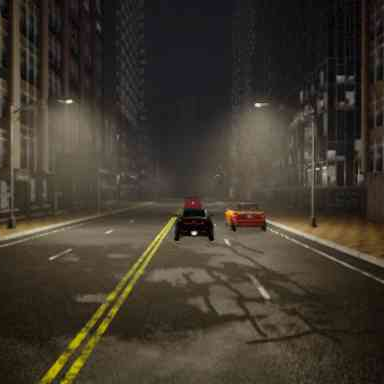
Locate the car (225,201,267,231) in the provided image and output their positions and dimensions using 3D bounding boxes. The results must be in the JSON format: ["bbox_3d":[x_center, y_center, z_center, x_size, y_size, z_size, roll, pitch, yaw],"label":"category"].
[{"bbox_3d":[3.355,1.451,21.519,2.097,1.767,4.553,0,0,0],"label":"car"}]

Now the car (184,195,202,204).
[{"bbox_3d":[0.109,1.412,42.866,2.150,2.045,5.566,0,0,0],"label":"car"}]

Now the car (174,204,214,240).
[{"bbox_3d":[0.103,1.588,17.382,1.837,1.490,4.892,0,0,0],"label":"car"}]
